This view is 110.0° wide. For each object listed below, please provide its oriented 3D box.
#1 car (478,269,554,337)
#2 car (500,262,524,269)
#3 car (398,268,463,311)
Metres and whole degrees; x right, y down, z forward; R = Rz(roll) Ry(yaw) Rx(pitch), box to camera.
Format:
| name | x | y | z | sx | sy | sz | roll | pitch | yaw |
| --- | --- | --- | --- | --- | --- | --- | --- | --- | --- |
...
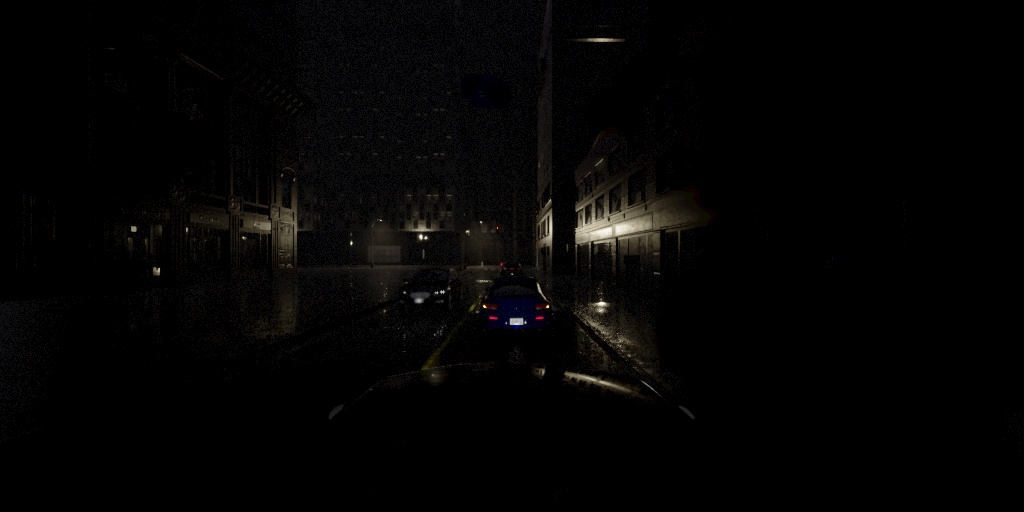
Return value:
| name | x | y | z | sx | sy | sz | roll | pitch | yaw |
| --- | --- | --- | --- | --- | --- | --- | --- | --- | --- |
| car | 0.081 | 1.275 | 10.196 | 1.812 | 1.442 | 4.674 | 0 | 0 | 0 |
| car | 0.026 | 1.240 | 31.203 | 2.128 | 1.511 | 4.902 | 0 | 0 | 0 |
| car | -3.131 | 1.241 | 14.521 | 2.128 | 1.511 | 4.902 | 0 | 0 | 0 |
